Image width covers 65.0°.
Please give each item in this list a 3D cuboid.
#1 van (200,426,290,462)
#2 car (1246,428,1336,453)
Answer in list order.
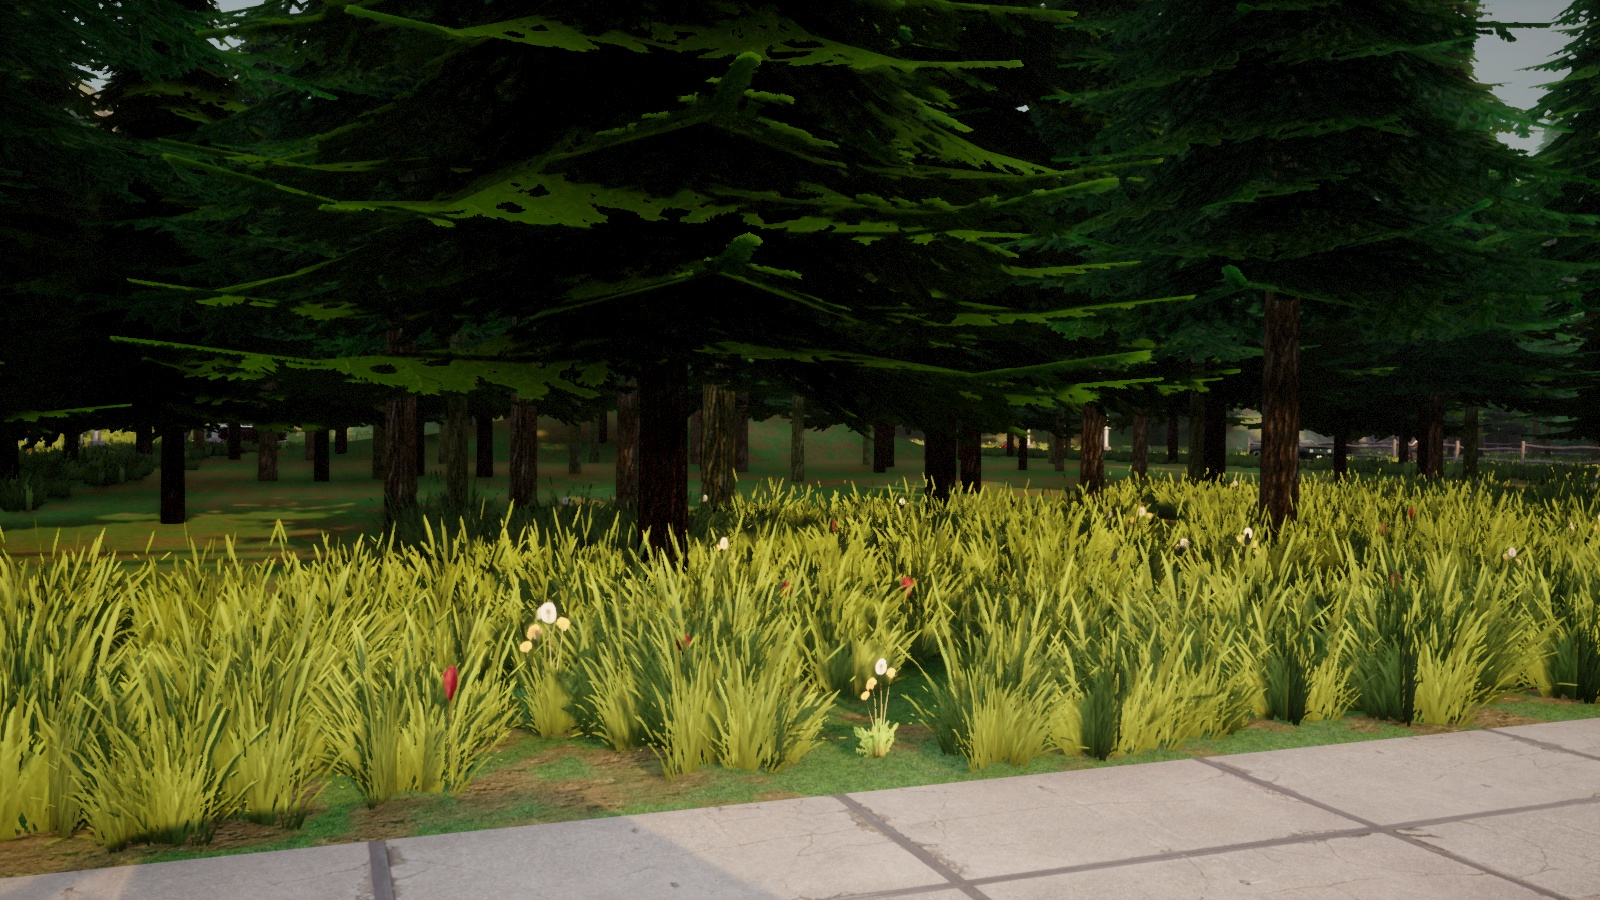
[{"bbox_3d":[-33.681,-0.382,76.278,2.069,2.038,4.480,0,1,41],"label":"van"},{"bbox_3d":[26.716,-0.531,68.480,1.895,1.301,4.718,-1,1,-20],"label":"car"}]
